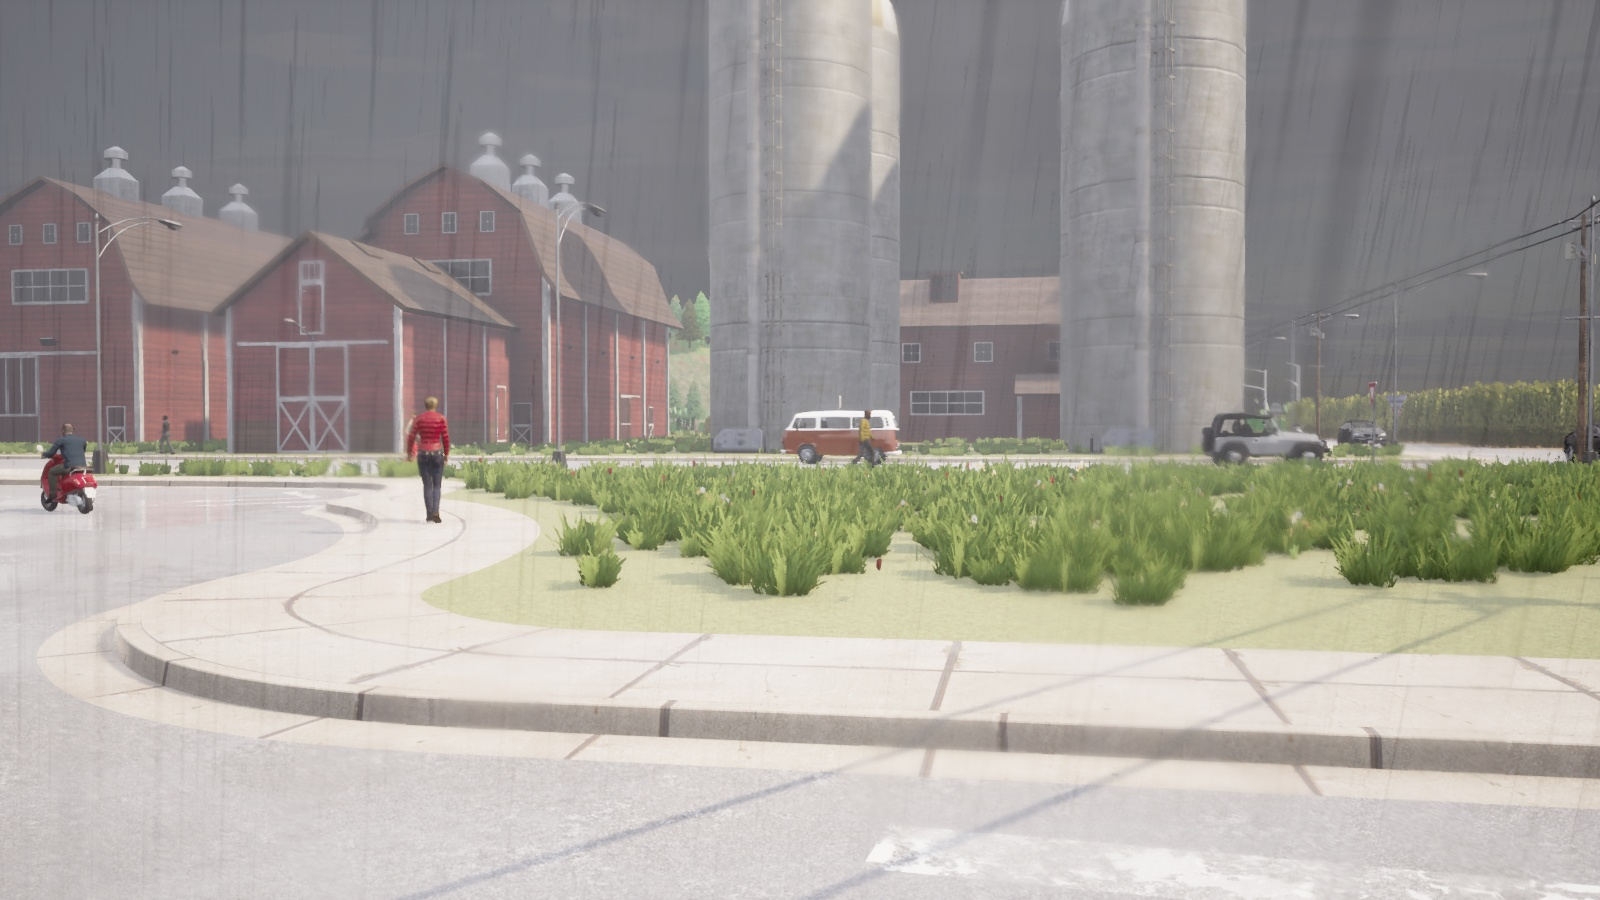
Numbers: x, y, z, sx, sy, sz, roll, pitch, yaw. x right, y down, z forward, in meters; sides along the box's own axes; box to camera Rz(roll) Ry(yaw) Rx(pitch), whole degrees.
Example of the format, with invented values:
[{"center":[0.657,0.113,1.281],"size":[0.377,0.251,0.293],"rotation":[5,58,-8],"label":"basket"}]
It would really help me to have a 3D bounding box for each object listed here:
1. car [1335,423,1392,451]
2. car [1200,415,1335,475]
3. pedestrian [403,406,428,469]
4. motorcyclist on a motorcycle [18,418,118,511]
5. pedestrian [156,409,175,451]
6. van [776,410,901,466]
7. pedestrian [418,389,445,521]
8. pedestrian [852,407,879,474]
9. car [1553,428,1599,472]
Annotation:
[{"center":[35.403,-0.843,79.079],"size":[2.242,1.667,4.611],"rotation":[1,1,11],"label":"car"},{"center":[15.350,-0.188,41.455],"size":[3.866,1.878,1.905],"rotation":[1,1,10],"label":"car"},{"center":[-11.322,-0.376,36.988],"size":[0.594,1.836,0.345],"rotation":[0,1,7],"label":"pedestrian"},{"center":[-13.023,0.229,22.324],"size":[1.817,1.590,0.866],"rotation":[1,2,36],"label":"motorcyclist on a motorcycle"},{"center":[-29.149,-0.920,57.685],"size":[0.666,1.930,0.402],"rotation":[0,1,2],"label":"pedestrian"},{"center":[1.480,-0.463,47.361],"size":[4.480,2.038,2.069],"rotation":[1,1,10],"label":"van"},{"center":[-5.286,0.066,18.011],"size":[0.331,1.846,0.636],"rotation":[0,1,-13],"label":"pedestrian"},{"center":[1.824,-0.261,34.933],"size":[0.726,1.835,0.370],"rotation":[0,1,3],"label":"pedestrian"},{"center":[29.043,-0.025,44.781],"size":[2.128,1.511,4.902],"rotation":[1,1,10],"label":"car"}]
